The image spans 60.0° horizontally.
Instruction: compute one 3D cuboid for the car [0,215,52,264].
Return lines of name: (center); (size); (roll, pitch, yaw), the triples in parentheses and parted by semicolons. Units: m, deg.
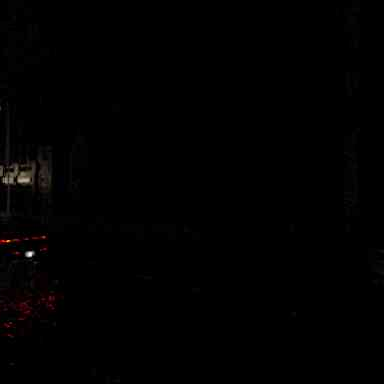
car: (-6.471, 1.521, 11.066); (4.892, 1.490, 1.837); (0, 0, 40)
